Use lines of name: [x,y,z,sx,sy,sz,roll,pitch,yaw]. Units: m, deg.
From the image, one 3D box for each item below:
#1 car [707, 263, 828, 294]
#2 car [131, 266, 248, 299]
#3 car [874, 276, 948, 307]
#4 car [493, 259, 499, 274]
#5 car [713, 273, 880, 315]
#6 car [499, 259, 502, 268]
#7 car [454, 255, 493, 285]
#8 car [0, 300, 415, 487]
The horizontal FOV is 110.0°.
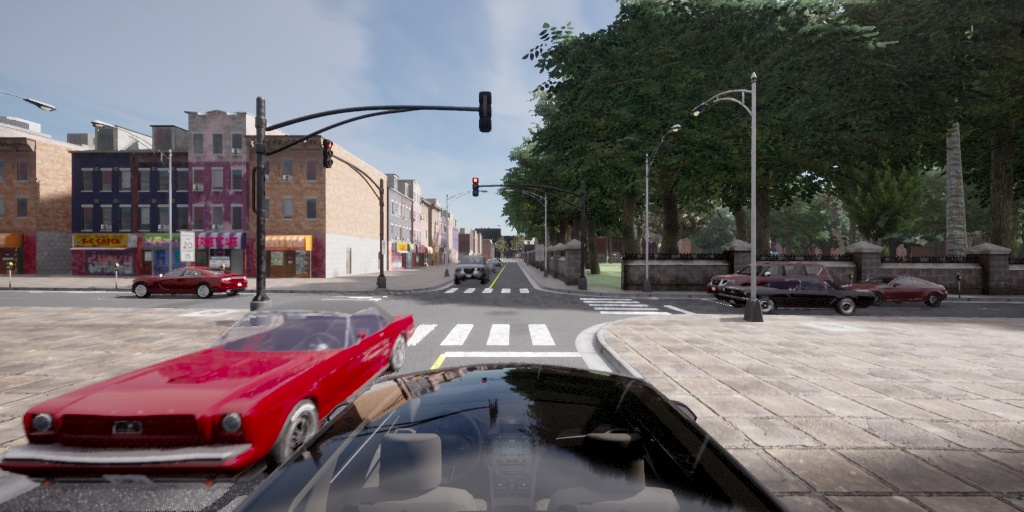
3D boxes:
car: [11.711,1.207,16.349,5.009,1.841,2.192,0,0,0]
car: [-14.717,1.153,16.439,4.507,1.381,1.888,0,0,0]
car: [17.159,1.538,16.331,4.207,1.307,1.802,0,0,0]
car: [-2.851,1.311,41.497,1.994,1.385,4.181,0,0,0]
car: [10.765,1.487,13.861,4.718,1.301,1.895,1,0,2]
car: [-2.759,1.244,62.671,1.837,1.490,4.892,0,0,0]
car: [-2.853,0.977,26.468,2.150,2.045,5.566,0,0,0]
car: [-2.847,1.350,4.863,1.895,1.301,4.718,0,0,0]
